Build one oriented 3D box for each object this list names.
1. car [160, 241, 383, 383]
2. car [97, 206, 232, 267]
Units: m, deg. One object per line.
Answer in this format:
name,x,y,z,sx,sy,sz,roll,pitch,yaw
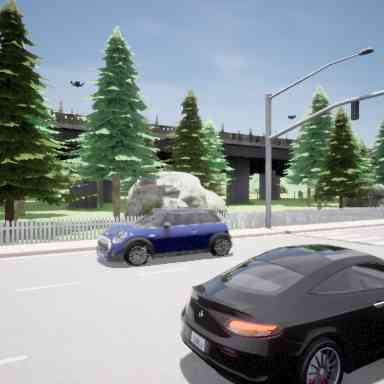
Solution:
car,2.082,1.526,4.908,4.674,1.442,1.812,0,0,-29
car,-0.883,1.352,11.457,4.553,1.767,2.097,0,0,-29
